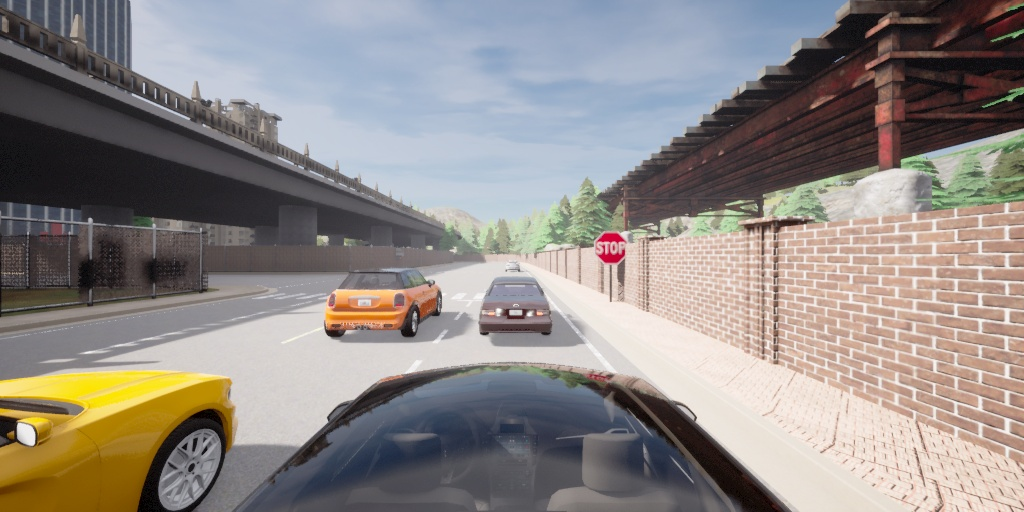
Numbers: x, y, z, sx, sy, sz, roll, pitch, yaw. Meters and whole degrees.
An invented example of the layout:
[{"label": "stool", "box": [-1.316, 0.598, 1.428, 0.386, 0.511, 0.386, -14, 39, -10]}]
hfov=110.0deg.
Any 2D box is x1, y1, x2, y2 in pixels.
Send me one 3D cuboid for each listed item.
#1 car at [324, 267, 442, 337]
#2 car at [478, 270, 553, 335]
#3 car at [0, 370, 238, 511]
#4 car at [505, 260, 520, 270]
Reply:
[{"label": "car", "box": [-3.419, 1.102, 10.433, 2.097, 1.767, 4.553, 0, 0, 0]}, {"label": "car", "box": [0.082, 1.297, 10.454, 2.033, 1.411, 5.357, 0, 0, 0]}, {"label": "car", "box": [-3.398, 1.228, 1.175, 1.882, 1.535, 5.008, 0, 0, 0]}, {"label": "car", "box": [0.085, 1.276, 46.320, 1.812, 1.442, 4.674, 0, 0, -1]}]
